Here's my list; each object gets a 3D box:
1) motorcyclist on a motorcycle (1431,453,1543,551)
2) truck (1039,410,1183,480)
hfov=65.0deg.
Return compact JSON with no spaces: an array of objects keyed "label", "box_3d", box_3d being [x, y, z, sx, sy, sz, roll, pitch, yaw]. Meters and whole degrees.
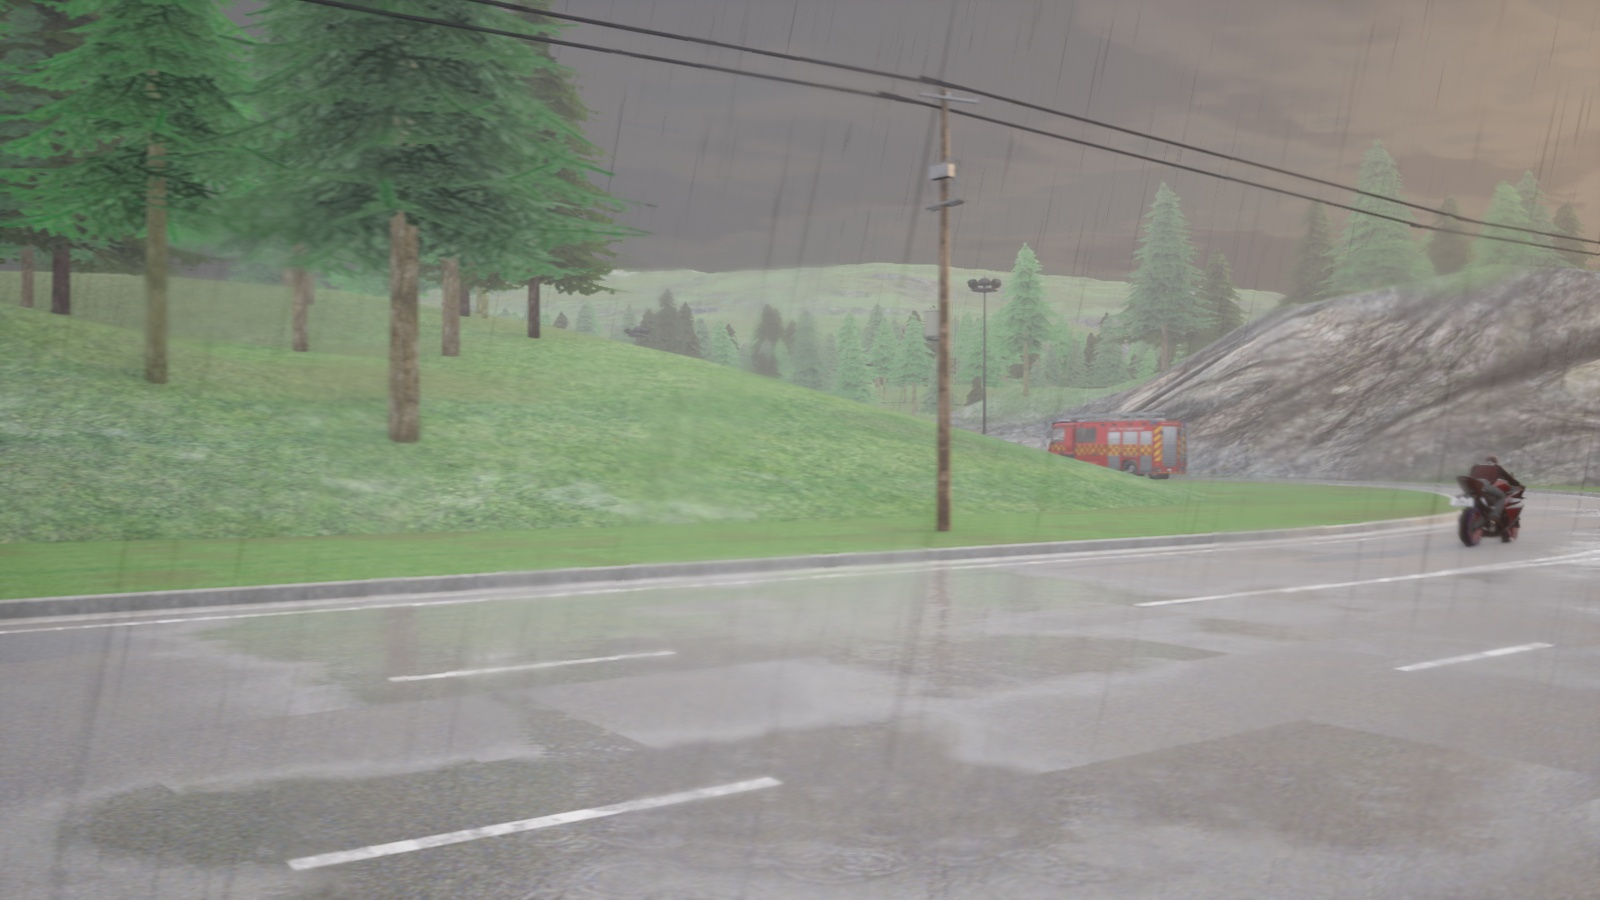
[{"label":"motorcyclist on a motorcycle","box_3d":[11.302,0.810,20.625,2.191,1.530,0.866,0,0,-40]},{"label":"truck","box_3d":[18.053,-0.268,73.510,2.891,3.827,8.468,0,0,-33]}]
